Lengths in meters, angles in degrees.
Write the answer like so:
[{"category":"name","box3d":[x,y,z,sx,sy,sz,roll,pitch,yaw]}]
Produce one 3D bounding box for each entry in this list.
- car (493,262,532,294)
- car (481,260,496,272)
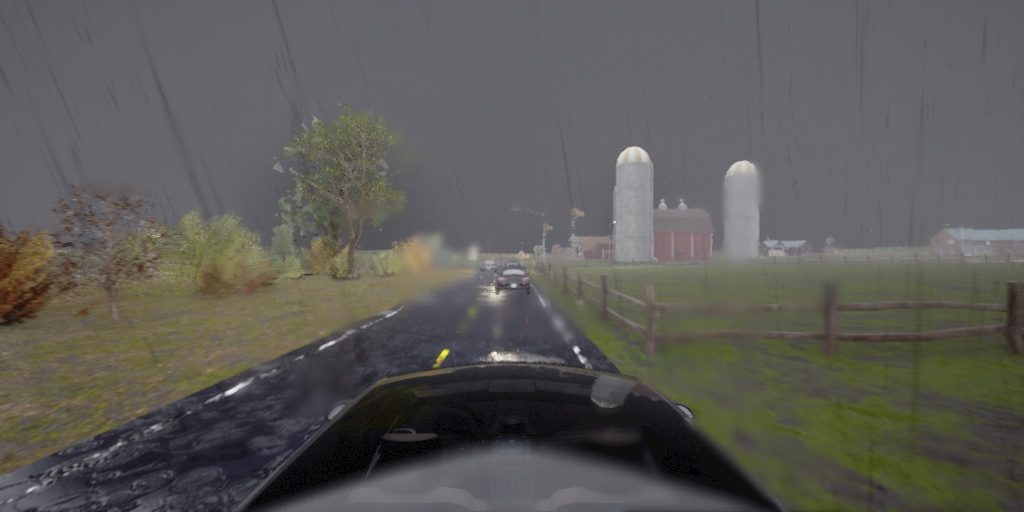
[{"category":"car","box3d":[0.097,1.264,19.871,1.812,1.442,4.674,0,0,0]},{"category":"car","box3d":[-2.788,1.258,45.151,1.812,1.442,4.674,0,0,1]}]
